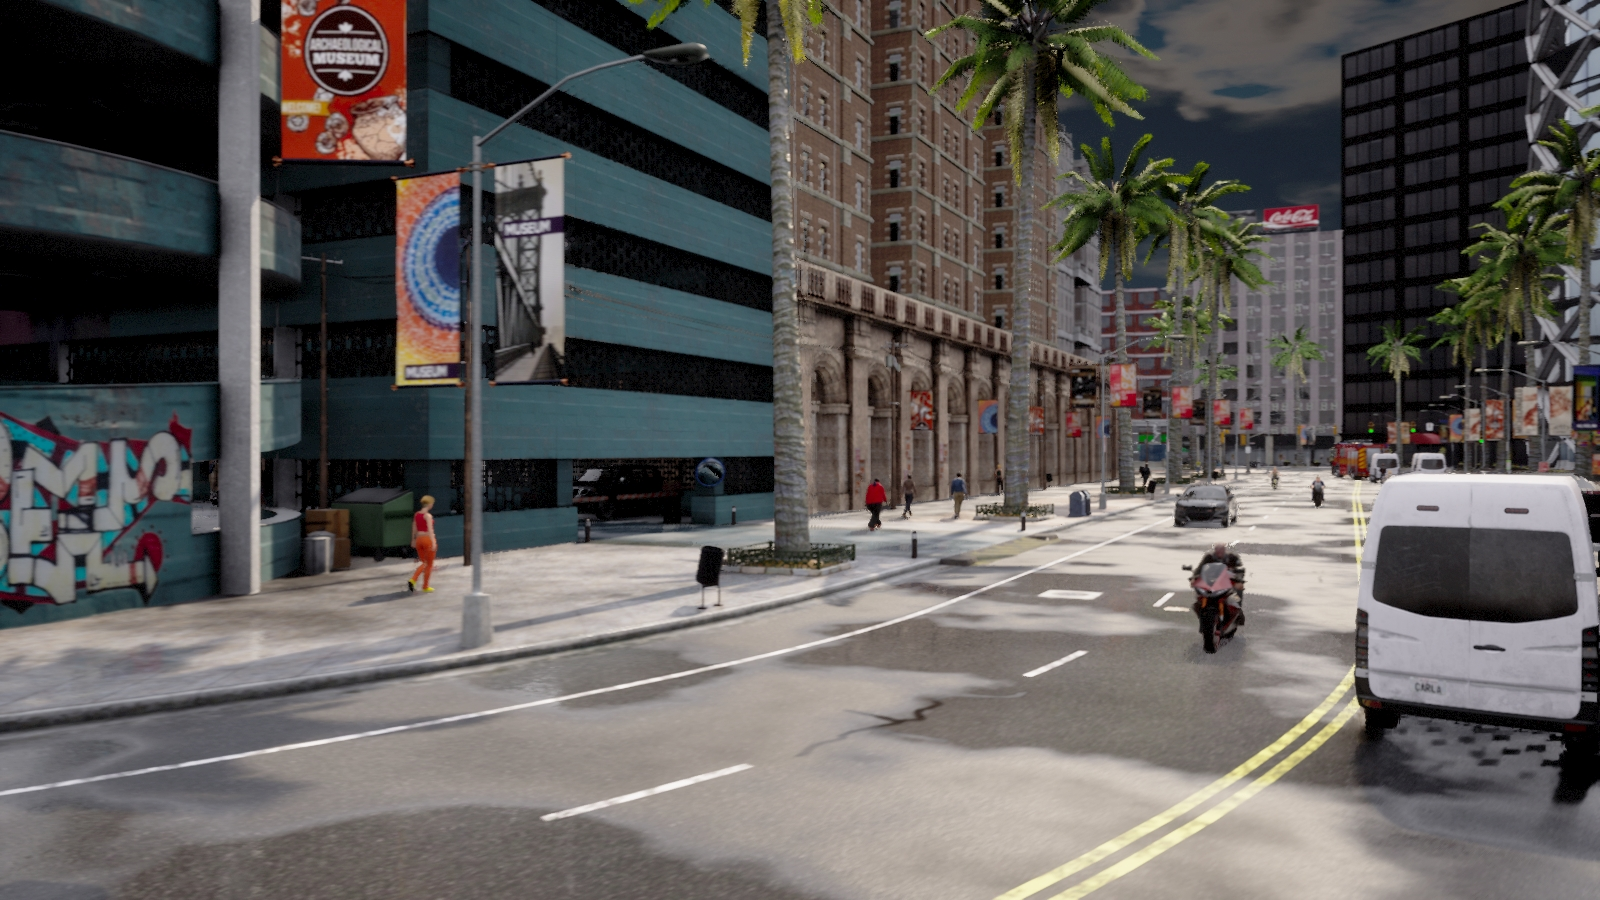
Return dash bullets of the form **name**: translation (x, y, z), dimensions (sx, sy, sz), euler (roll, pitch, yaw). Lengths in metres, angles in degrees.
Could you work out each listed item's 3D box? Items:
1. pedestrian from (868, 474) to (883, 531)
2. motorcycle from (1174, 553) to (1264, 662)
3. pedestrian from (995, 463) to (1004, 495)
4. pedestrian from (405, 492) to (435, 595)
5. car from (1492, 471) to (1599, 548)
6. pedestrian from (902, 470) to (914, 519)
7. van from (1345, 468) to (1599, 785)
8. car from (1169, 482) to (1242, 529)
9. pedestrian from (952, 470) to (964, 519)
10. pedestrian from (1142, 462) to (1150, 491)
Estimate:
- **pedestrian**: translation (2.481, 1.714, 37.404), dimensions (0.375, 1.860, 0.375), euler (0, 0, 30)
- **motorcycle**: translation (6.068, 2.210, 16.468), dimensions (0.867, 1.251, 2.209), euler (0, 0, 30)
- **pedestrian**: translation (11.771, 1.724, 67.346), dimensions (0.375, 1.860, 0.375), euler (0, 0, 36)
- **pedestrian**: translation (-7.000, 1.708, 21.044), dimensions (0.375, 1.860, 0.375), euler (0, 0, 32)
- **car**: translation (23.545, 1.762, 36.000), dimensions (2.390, 2.098, 6.274), euler (0, 0, 26)
- **pedestrian**: translation (4.180, 1.715, 44.193), dimensions (0.375, 1.860, 0.375), euler (0, 0, 26)
- **van**: translation (7.618, 1.538, 12.616), dimensions (1.988, 2.561, 5.915), euler (0, 0, 34)
- **car**: translation (15.445, 2.049, 43.377), dimensions (2.097, 1.535, 5.006), euler (0, 0, 26)
- **pedestrian**: translation (6.064, 1.714, 43.904), dimensions (0.375, 1.860, 0.375), euler (0, 0, 18)
- **pedestrian**: translation (22.302, 1.722, 73.715), dimensions (0.375, 1.860, 0.375), euler (0, 0, 40)
